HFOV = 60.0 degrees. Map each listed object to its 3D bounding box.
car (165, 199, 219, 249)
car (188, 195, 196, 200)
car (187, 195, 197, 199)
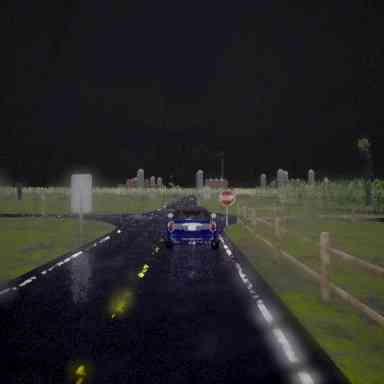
[{"bbox_3d":[0.000,1.366,14.621,2.097,1.767,4.553,0,0,0],"label":"car"},{"bbox_3d":[0.000,1.421,85.100,1.895,1.301,4.718,0,0,0],"label":"car"},{"bbox_3d":[0.000,1.357,71.317,1.882,1.535,5.008,0,0,0],"label":"car"}]
